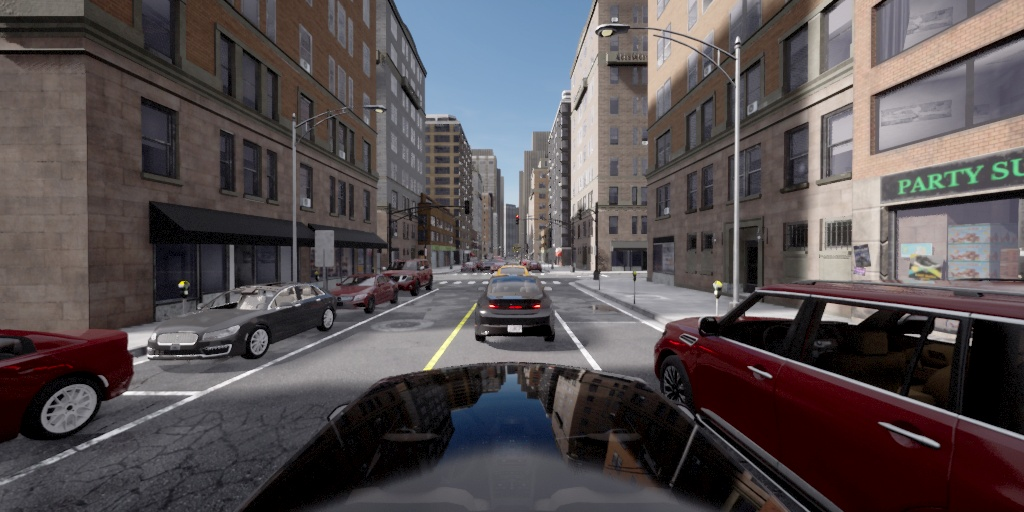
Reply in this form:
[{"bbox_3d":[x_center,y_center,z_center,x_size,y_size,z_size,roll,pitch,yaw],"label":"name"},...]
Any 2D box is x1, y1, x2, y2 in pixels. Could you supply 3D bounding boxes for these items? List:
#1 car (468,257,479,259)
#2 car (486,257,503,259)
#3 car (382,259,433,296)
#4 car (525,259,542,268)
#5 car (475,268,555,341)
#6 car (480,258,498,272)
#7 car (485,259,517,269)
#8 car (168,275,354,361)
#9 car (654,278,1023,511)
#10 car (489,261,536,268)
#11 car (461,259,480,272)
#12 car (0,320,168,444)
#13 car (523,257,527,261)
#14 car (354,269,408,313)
[{"bbox_3d":[-5.574,1.103,51.946,2.192,1.841,5.009,0,0,0],"label":"car"},{"bbox_3d":[-2.987,1.344,57.216,2.033,1.411,5.357,0,0,0],"label":"car"},{"bbox_3d":[-5.636,1.069,19.381,2.192,1.841,5.009,0,0,0],"label":"car"},{"bbox_3d":[2.941,1.362,46.392,1.802,1.307,4.207,0,0,0],"label":"car"},{"bbox_3d":[0.077,1.256,9.832,1.837,1.490,4.892,0,0,0],"label":"car"},{"bbox_3d":[-3.014,1.345,46.789,1.994,1.385,4.181,0,0,0],"label":"car"},{"bbox_3d":[-1.150,1.312,40.570,2.033,1.411,5.357,0,0,9],"label":"car"},{"bbox_3d":[-5.657,1.301,8.216,2.007,1.370,4.403,0,0,0],"label":"car"},{"bbox_3d":[2.858,1.065,2.640,2.192,1.841,5.009,0,0,0],"label":"car"},{"bbox_3d":[0.044,1.232,18.950,1.882,1.535,5.008,0,0,0],"label":"car"},{"bbox_3d":[-5.585,1.362,46.381,1.802,1.307,4.207,0,0,0],"label":"car"},{"bbox_3d":[-5.668,1.295,2.633,1.888,1.381,4.507,0,0,0],"label":"car"},{"bbox_3d":[2.952,1.314,52.125,1.751,1.417,4.829,0,0,0],"label":"car"},{"bbox_3d":[-5.646,1.334,13.799,1.802,1.307,4.207,0,0,0],"label":"car"}]
